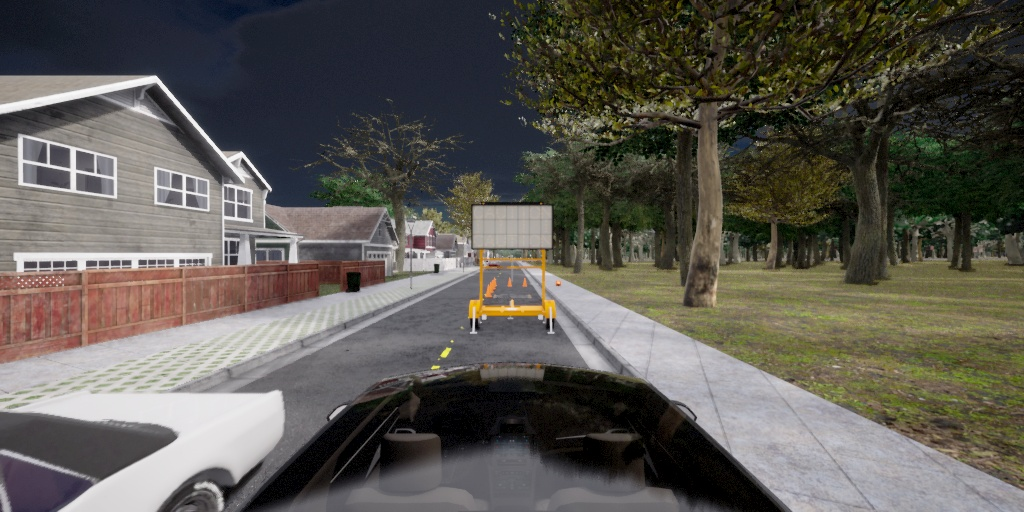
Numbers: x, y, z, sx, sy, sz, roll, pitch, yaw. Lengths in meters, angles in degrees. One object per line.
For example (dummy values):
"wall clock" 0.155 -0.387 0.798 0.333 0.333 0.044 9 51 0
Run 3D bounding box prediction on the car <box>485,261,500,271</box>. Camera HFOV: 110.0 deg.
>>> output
"car" -2.707 1.367 50.587 1.895 1.301 4.718 0 0 0

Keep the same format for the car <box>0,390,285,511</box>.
"car" -2.848 1.351 0.781 1.895 1.301 4.718 0 0 0

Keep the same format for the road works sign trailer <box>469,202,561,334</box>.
"road works sign trailer" 0.011 0.214 10.620 2.380 3.560 2.880 0 0 0
